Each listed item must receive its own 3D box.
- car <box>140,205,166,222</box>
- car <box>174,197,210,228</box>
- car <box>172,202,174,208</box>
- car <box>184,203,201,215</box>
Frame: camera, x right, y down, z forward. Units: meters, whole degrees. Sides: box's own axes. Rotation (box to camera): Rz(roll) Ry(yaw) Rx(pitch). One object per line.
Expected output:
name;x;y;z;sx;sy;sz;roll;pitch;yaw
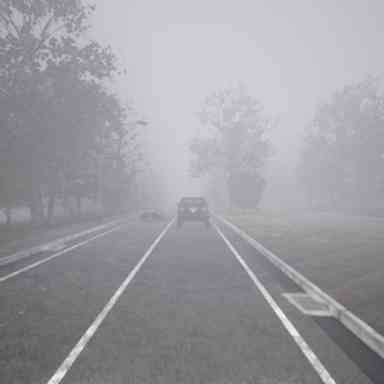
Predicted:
car;-3.365;1.847;29.158;1.895;1.301;4.718;0;-1;0
car;0.087;1.360;23.443;2.150;2.045;5.566;0;-2;0
car;-3.199;2.530;70.409;1.837;1.490;4.892;0;-1;1
car;0.078;2.080;41.173;1.994;1.385;4.181;0;-1;0
